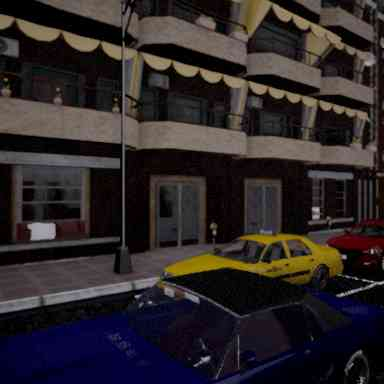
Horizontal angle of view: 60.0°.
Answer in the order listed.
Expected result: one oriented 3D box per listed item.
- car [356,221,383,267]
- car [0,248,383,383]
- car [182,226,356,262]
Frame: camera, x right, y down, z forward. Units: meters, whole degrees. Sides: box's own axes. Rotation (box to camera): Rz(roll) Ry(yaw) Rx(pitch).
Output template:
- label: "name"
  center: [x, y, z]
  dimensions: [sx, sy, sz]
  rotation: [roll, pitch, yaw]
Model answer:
- label: "car"
  center: [6.197, 1.637, 10.906]
  dimensions: [4.507, 1.381, 1.887]
  rotation: [1, -1, -35]
- label: "car"
  center: [0.105, 1.618, 3.437]
  dimensions: [4.718, 1.301, 1.895]
  rotation: [1, 0, -35]
- label: "car"
  center: [1.543, 1.573, 7.623]
  dimensions: [4.829, 1.417, 1.752]
  rotation: [1, -1, -35]
